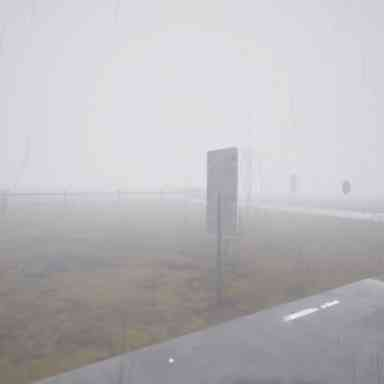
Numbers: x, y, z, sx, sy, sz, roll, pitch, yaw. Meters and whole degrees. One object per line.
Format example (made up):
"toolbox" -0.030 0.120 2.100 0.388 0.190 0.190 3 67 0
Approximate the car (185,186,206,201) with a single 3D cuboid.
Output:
"car" 0.964 0.188 36.077 1.837 1.490 4.892 1 2 -36
